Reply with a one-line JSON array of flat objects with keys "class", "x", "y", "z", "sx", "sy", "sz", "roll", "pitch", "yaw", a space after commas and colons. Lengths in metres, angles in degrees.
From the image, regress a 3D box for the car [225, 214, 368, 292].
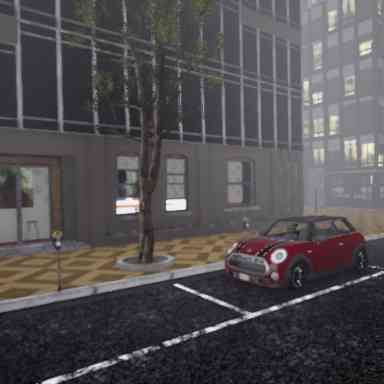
[{"class": "car", "x": 2.779, "y": 1.378, "z": 8.706, "sx": 4.097, "sy": 1.590, "sz": 1.967, "roll": -1, "pitch": -1, "yaw": -36}]
